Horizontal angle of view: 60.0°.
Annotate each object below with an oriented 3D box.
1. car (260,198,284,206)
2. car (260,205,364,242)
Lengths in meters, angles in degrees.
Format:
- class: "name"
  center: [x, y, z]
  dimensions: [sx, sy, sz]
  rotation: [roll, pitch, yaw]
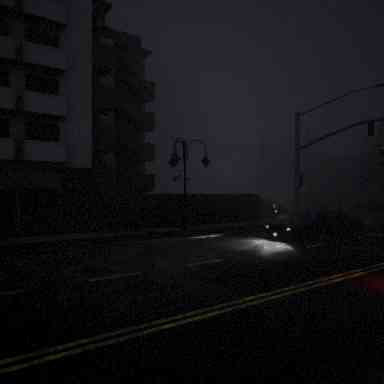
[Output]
- class: "car"
  center: [7.209, 1.352, 32.955]
  dimensions: [2.097, 1.767, 4.553]
  rotation: [0, 0, -37]
- class: "car"
  center: [6.146, 1.547, 16.445]
  dimensions: [5.357, 1.411, 2.033]
  rotation: [0, 0, -28]
